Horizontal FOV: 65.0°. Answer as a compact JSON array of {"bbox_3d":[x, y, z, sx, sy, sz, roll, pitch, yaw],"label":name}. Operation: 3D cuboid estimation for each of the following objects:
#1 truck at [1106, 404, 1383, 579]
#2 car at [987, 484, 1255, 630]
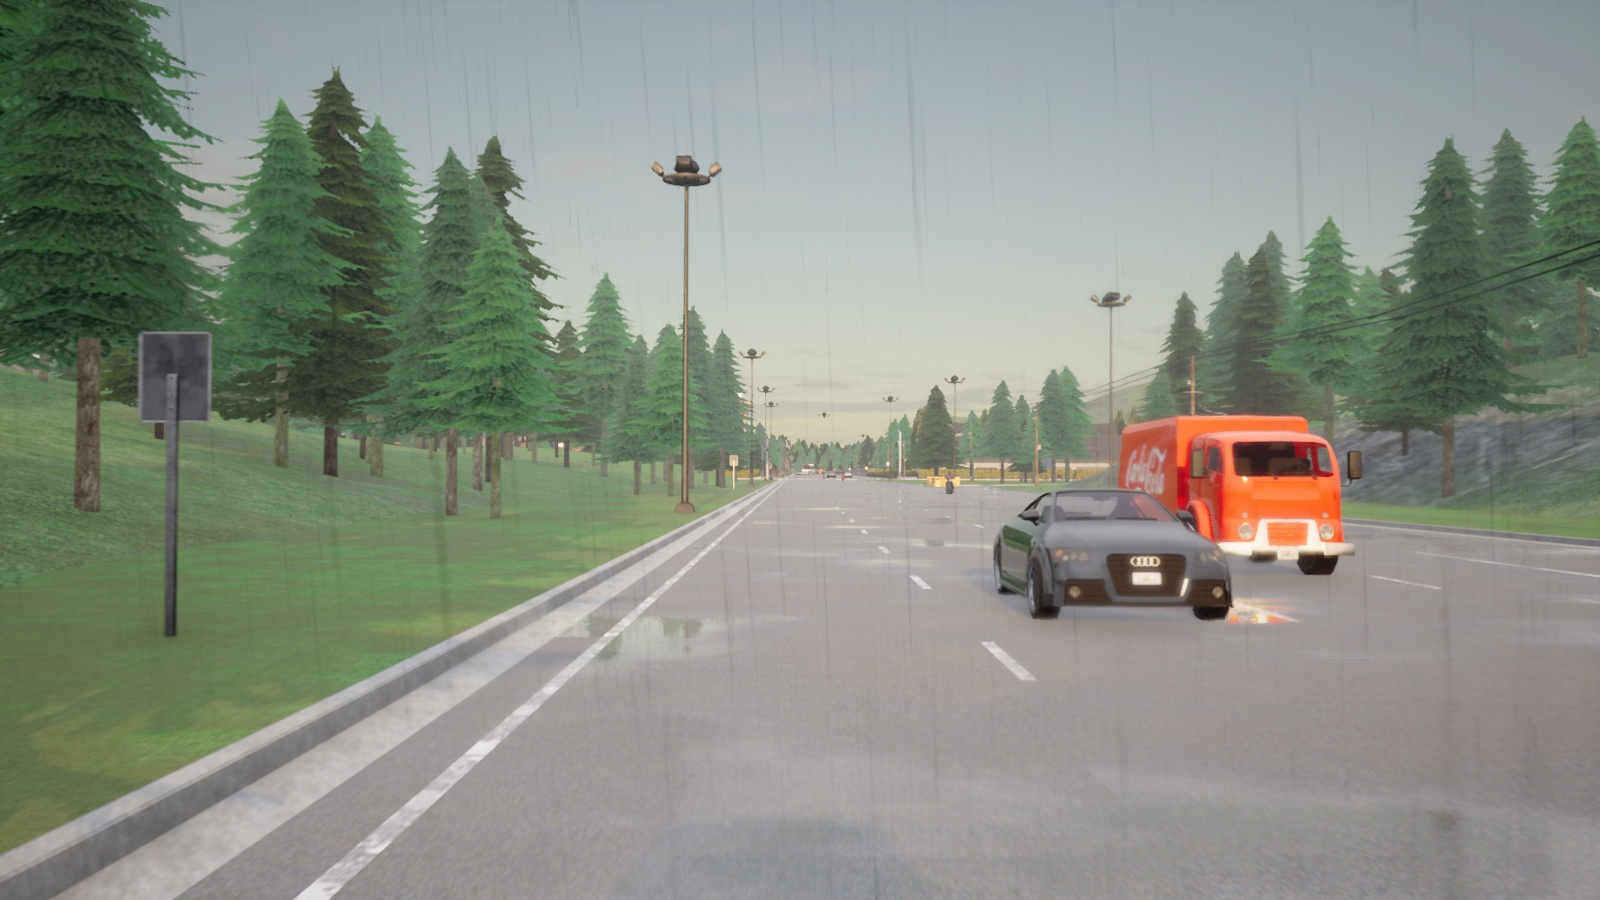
[{"bbox_3d":[6.948,0.645,20.433,2.627,2.467,5.204,0,-1,0],"label":"truck"},{"bbox_3d":[3.465,1.106,14.436,1.994,1.385,4.181,0,-1,0],"label":"car"}]
